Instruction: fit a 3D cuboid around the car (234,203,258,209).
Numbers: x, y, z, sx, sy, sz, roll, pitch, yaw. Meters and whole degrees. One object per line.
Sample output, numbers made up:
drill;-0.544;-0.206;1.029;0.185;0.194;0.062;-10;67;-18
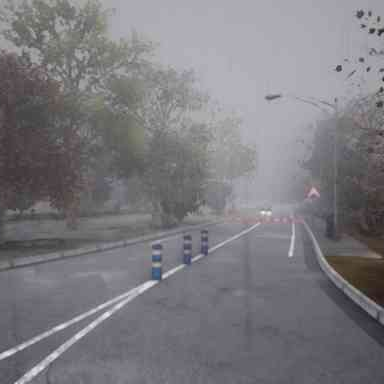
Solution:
car;15.259;4.198;93.127;5.366;1.575;1.946;0;-3;16

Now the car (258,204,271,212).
car;15.607;3.366;69.637;2.128;1.511;4.902;0;-2;16
